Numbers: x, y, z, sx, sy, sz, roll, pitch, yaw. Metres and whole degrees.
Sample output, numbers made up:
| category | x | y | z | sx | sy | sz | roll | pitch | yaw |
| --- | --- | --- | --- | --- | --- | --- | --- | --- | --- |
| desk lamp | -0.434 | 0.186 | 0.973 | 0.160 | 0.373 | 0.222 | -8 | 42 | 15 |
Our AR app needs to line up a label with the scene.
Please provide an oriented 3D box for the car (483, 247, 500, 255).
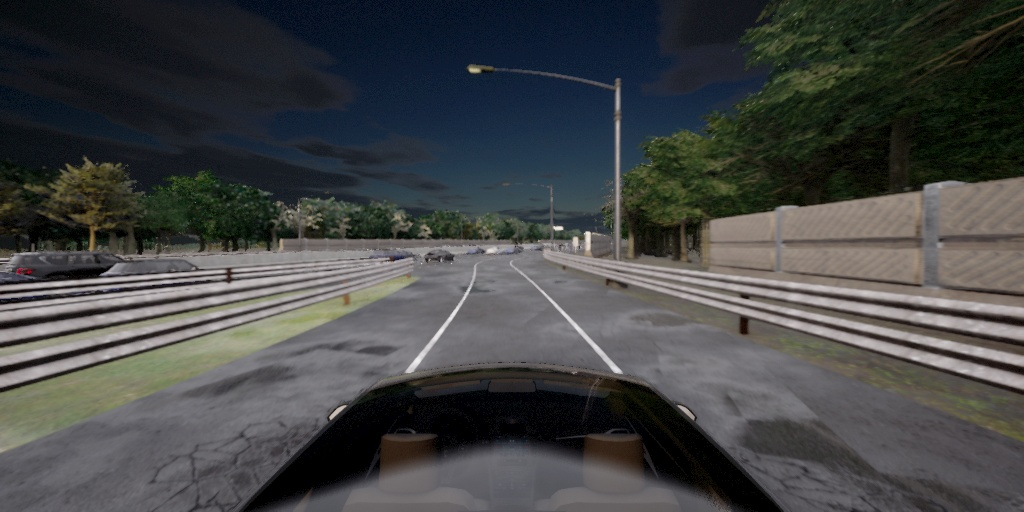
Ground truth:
| category | x | y | z | sx | sy | sz | roll | pitch | yaw |
| --- | --- | --- | --- | --- | --- | --- | --- | --- | --- |
| car | -3.080 | -0.945 | 64.591 | 1.812 | 1.442 | 4.674 | 0 | 2 | 19 |

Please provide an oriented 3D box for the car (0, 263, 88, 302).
| category | x | y | z | sx | sy | sz | roll | pitch | yaw |
| --- | --- | --- | --- | --- | --- | --- | --- | --- | --- |
| car | -20.771 | 1.284 | 14.124 | 2.033 | 1.411 | 5.357 | 0 | 2 | 19 |

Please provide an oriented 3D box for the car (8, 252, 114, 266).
| category | x | y | z | sx | sy | sz | roll | pitch | yaw |
| --- | --- | --- | --- | --- | --- | --- | --- | --- | --- |
| car | -22.660 | 0.769 | 19.315 | 2.150 | 2.045 | 5.566 | 0 | 2 | 19 |

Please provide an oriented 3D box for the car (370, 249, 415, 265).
| category | x | y | z | sx | sy | sz | roll | pitch | yaw |
| --- | --- | --- | --- | --- | --- | --- | --- | --- | --- |
| car | -12.643 | 0.065 | 37.313 | 2.097 | 1.767 | 4.553 | 0 | 2 | 19 |

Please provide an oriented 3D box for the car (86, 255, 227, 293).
| category | x | y | z | sx | sy | sz | roll | pitch | yaw |
| --- | --- | --- | --- | --- | --- | --- | --- | --- | --- |
| car | -16.079 | 0.909 | 16.932 | 2.097 | 1.767 | 4.553 | 0 | 2 | 19 |

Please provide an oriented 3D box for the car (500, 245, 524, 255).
| category | x | y | z | sx | sy | sz | roll | pitch | yaw |
| --- | --- | --- | --- | --- | --- | --- | --- | --- | --- |
| car | 0.219 | -0.926 | 63.424 | 2.033 | 1.411 | 5.357 | 0 | 2 | 19 |

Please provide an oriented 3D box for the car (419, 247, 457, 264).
| category | x | y | z | sx | sy | sz | roll | pitch | yaw |
| --- | --- | --- | --- | --- | --- | --- | --- | --- | --- |
| car | -7.918 | 0.038 | 40.207 | 1.837 | 1.490 | 4.892 | 0 | 2 | 19 |

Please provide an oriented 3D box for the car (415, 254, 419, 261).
| category | x | y | z | sx | sy | sz | roll | pitch | yaw |
| --- | --- | --- | --- | --- | --- | --- | --- | --- | --- |
| car | -13.685 | -0.016 | 44.919 | 2.033 | 1.411 | 5.357 | 0 | 2 | 19 |
